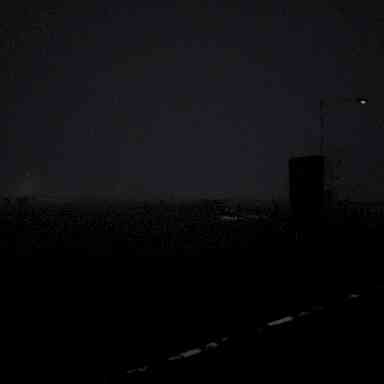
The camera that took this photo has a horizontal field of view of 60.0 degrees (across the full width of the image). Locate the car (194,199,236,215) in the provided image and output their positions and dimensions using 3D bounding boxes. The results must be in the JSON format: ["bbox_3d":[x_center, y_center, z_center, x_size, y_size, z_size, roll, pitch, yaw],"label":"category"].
[{"bbox_3d":[2.109,1.441,31.840,1.837,1.490,4.892,-2,1,-37],"label":"car"}]
